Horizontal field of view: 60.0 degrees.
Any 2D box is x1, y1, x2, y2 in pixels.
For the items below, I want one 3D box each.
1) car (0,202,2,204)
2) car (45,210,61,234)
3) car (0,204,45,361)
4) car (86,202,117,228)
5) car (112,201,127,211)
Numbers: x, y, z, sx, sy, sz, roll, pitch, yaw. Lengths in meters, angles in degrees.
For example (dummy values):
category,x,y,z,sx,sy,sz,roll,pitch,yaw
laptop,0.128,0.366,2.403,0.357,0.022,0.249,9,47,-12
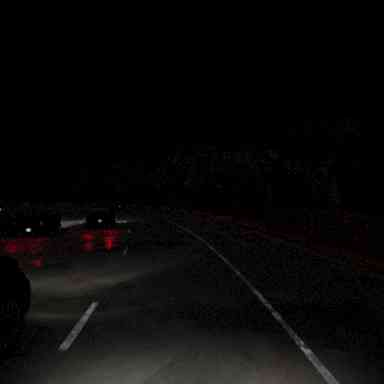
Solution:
category,x,y,z,sx,sy,sz,roll,pitch,yaw
car,-32.388,2.040,54.575,2.033,1.411,5.357,0,0,-36
car,-9.150,1.731,19.883,1.895,1.301,4.718,0,0,-12
car,-3.492,1.235,2.775,2.150,2.045,5.566,0,-1,-2
car,-6.447,1.675,23.622,1.812,1.442,4.674,0,0,-13
car,-10.060,1.867,44.356,1.994,1.385,4.181,0,0,-24
